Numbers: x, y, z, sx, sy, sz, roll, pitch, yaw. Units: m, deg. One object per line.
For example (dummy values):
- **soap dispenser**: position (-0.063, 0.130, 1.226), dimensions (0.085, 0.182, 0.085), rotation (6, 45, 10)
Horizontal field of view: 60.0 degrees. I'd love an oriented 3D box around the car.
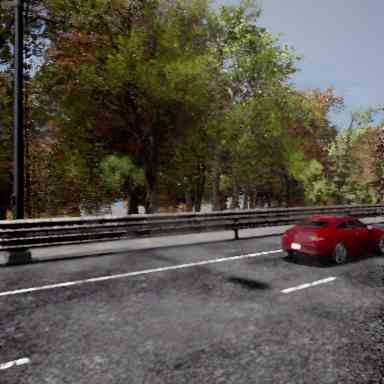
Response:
- **car**: position (5.115, 1.534, 11.763), dimensions (4.674, 1.442, 1.812), rotation (0, 0, -36)
